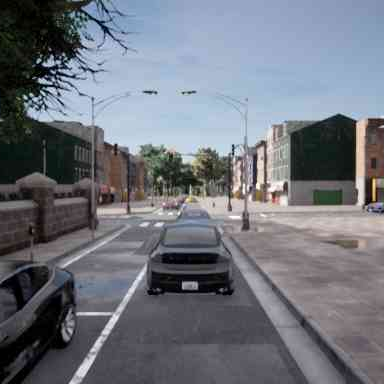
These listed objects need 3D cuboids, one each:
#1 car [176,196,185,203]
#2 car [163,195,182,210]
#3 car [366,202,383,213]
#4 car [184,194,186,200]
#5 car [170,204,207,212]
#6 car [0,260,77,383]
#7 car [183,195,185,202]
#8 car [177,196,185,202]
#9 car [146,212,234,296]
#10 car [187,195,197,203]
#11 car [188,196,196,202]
[{"bbox_3d":[-2.625,1.597,74.485,1.887,1.381,4.507,-1,0,0],"label":"car"},{"bbox_3d":[-2.635,1.445,41.877,1.967,1.590,4.097,-1,0,0],"label":"car"},{"bbox_3d":[18.816,1.244,30.140,5.357,1.411,2.033,-1,1,0],"label":"car"},{"bbox_3d":[-2.628,1.578,63.615,1.887,1.381,4.507,-1,0,0],"label":"car"},{"bbox_3d":[0.105,1.539,16.294,2.033,1.411,5.357,0,0,0],"label":"car"},{"bbox_3d":[-2.643,1.562,3.557,1.947,1.339,4.313,-1,0,0],"label":"car"},{"bbox_3d":[-2.631,1.583,52.746,1.947,1.339,4.313,-1,0,0],"label":"car"},{"bbox_3d":[-2.624,1.628,79.920,1.947,1.339,4.313,-1,0,0],"label":"car"},{"bbox_3d":[-0.020,1.498,8.608,1.837,1.490,4.892,0,0,0],"label":"car"},{"bbox_3d":[0.032,1.526,72.028,1.882,1.535,5.008,0,0,0],"label":"car"},{"bbox_3d":[0.023,1.606,82.463,2.033,1.411,5.357,0,0,0],"label":"car"}]
